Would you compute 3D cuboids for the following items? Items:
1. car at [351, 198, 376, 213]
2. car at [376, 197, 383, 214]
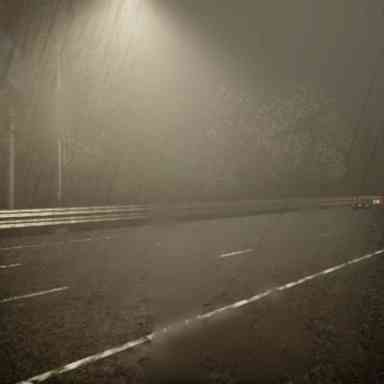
[{"bbox_3d":[18.645,1.361,35.022,5.357,1.411,2.033,0,0,-43],"label":"car"},{"bbox_3d":[19.568,1.039,31.095,5.566,2.045,2.150,0,0,-43],"label":"car"}]
